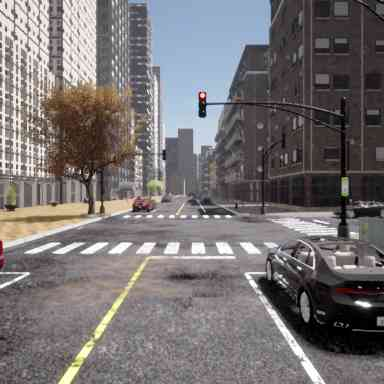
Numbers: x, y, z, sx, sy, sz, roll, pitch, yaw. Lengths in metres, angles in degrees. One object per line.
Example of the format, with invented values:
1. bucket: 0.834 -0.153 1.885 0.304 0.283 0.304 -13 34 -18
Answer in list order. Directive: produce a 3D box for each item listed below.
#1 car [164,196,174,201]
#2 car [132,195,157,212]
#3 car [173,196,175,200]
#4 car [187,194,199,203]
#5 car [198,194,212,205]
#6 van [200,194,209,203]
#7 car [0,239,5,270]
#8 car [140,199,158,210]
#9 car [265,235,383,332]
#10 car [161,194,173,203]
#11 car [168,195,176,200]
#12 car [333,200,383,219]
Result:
1. car: -5.727 1.629 83.340 2.008 1.369 4.403 0 0 0
2. car: -5.708 1.335 39.157 2.192 1.841 5.009 0 0 0
3. car: -5.725 1.383 77.817 2.192 1.841 5.009 0 0 0
4. car: -0.030 1.654 68.927 1.895 1.301 4.718 0 0 0
5. car: 2.664 1.609 61.251 1.947 1.339 4.313 0 0 0
6. van: 2.658 1.400 72.298 1.690 1.788 3.998 0 0 0
7. car: -5.694 1.545 6.769 1.887 1.381 4.507 0 0 0
8. car: -5.710 1.591 44.680 1.947 1.339 4.313 0 0 0
9. car: 2.687 1.551 6.772 2.008 1.369 4.403 0 0 0
10. car: -5.722 1.625 72.294 1.947 1.339 4.313 0 0 0
11. car: -5.732 1.651 94.385 2.008 1.369 4.403 0 0 0
12. car: 13.415 1.349 26.183 4.403 1.369 2.008 -1 1 -1
